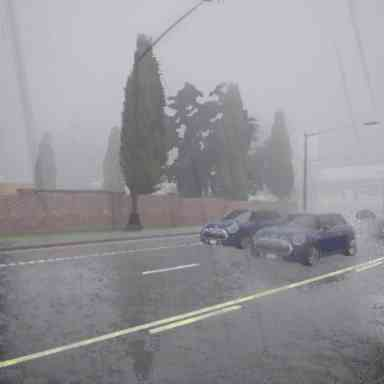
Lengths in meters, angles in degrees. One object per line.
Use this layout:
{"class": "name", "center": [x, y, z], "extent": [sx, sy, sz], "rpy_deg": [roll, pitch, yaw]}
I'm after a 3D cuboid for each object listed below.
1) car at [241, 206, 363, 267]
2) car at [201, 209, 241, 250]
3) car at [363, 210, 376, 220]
{"class": "car", "center": [4.181, 1.518, 12.211], "extent": [4.553, 1.767, 2.097], "rpy_deg": [2, -1, -43]}
{"class": "car", "center": [2.526, 1.547, 15.421], "extent": [4.553, 1.767, 2.097], "rpy_deg": [2, -1, -43]}
{"class": "car", "center": [26.058, 3.383, 49.911], "extent": [1.812, 1.442, 4.674], "rpy_deg": [1, -2, 16]}
